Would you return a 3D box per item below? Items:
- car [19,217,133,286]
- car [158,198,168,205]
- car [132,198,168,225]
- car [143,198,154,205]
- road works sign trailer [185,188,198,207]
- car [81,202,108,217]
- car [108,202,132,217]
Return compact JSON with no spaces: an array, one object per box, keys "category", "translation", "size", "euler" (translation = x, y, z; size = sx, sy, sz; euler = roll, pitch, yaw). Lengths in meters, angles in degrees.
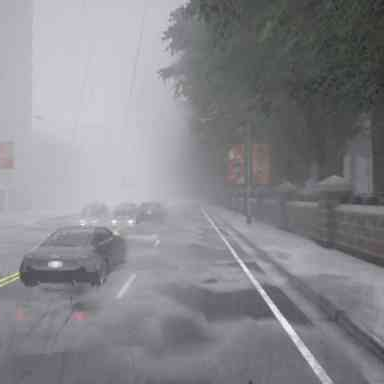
[{"category":"car","translation":[-3.158,1.657,9.702],"size":[1.994,1.385,4.181],"euler":[0,0,0]},{"category":"car","translation":[-6.511,2.116,74.660],"size":[1.994,1.385,4.181],"euler":[0,-1,0]},{"category":"car","translation":[-3.157,1.602,26.759],"size":[2.097,1.767,4.553],"euler":[0,-1,0]},{"category":"car","translation":[-9.761,2.088,74.659],"size":[1.812,1.442,4.674],"euler":[0,-1,0]},{"category":"road works sign trailer","translation":[-0.010,1.065,64.530],"size":[2.380,3.560,2.880],"euler":[0,-1,0]},{"category":"car","translation":[-9.846,1.810,34.015],"size":[2.128,1.511,4.902],"euler":[0,-1,0]},{"category":"car","translation":[-6.597,1.790,33.450],"size":[1.882,1.535,5.008],"euler":[0,-1,0]}]
